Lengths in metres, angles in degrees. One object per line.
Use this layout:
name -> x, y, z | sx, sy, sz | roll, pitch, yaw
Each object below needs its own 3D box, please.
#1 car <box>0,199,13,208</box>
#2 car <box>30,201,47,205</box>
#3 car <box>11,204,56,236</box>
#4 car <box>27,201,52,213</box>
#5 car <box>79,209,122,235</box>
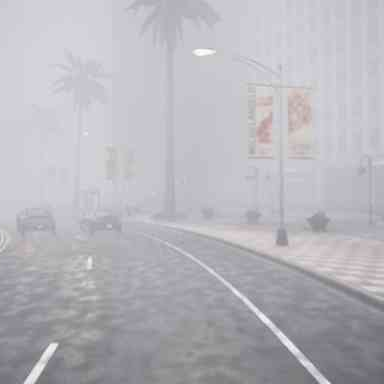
car -> -39.996, 2.356, 71.289 | 2.185, 1.767, 4.553 | 0, -1, -38
car -> -16.045, 1.952, 35.292 | 2.128, 1.511, 4.902 | 0, -1, -37
car -> -9.685, 1.763, 20.468 | 2.128, 1.511, 4.902 | 0, -1, -31
car -> -22.058, 2.109, 48.029 | 2.231, 1.521, 4.892 | 0, -1, -38
car -> -5.715, 1.759, 20.632 | 1.812, 1.442, 4.674 | 0, -1, -29
